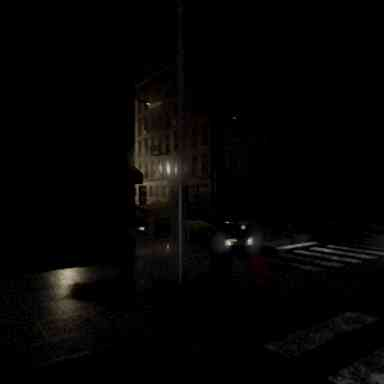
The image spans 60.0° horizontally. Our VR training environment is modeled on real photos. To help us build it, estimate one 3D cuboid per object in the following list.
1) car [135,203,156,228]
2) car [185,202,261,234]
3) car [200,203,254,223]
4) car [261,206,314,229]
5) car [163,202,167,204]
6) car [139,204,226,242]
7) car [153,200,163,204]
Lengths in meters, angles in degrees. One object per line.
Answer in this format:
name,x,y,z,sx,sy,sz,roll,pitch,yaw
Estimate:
car,-3.895,1.582,21.323,2.008,1.369,4.403,0,0,-35
car,1.153,1.507,18.584,2.128,1.511,4.902,0,0,-35
car,2.648,1.574,25.969,1.802,1.307,4.206,0,0,-35
car,5.787,1.553,21.559,1.947,1.339,4.313,0,0,-35
car,-0.490,1.562,30.378,1.947,1.339,4.313,0,0,-35
car,-0.658,1.552,16.774,1.752,1.417,4.829,0,0,-35
car,-3.728,1.525,34.926,1.752,1.417,4.829,0,0,-35
